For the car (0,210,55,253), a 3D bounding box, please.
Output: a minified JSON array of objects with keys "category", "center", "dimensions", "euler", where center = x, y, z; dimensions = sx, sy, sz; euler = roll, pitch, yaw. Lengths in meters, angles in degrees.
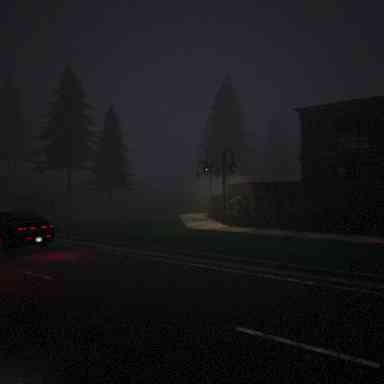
[{"category":"car","center":[-7.647,1.504,13.749],"dimensions":[4.892,1.490,1.837],"euler":[0,0,36]}]
